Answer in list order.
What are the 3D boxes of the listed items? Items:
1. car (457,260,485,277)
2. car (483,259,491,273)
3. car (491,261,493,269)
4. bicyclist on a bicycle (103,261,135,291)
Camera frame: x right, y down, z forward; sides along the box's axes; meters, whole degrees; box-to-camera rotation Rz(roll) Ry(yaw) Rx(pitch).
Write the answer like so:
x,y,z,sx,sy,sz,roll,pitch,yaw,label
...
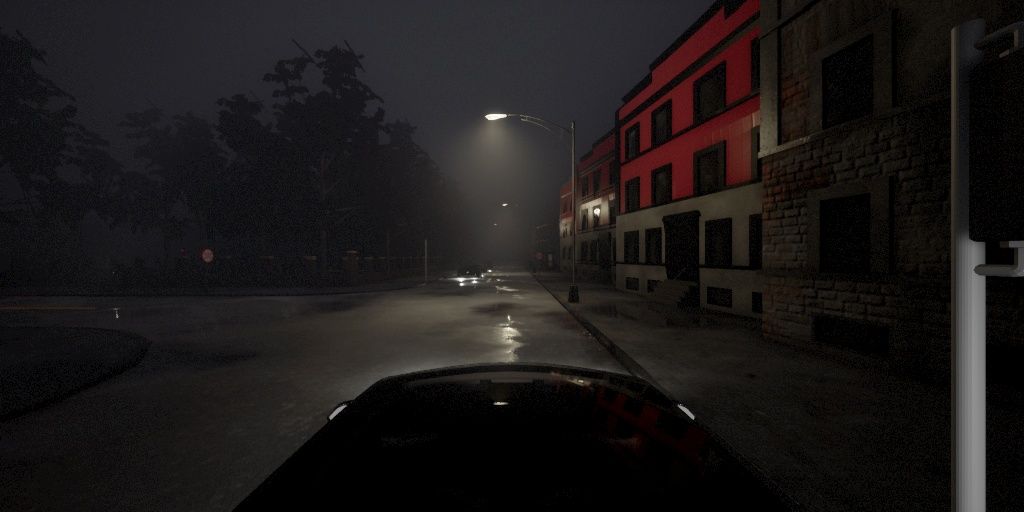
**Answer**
x,y,z,sx,sy,sz,roll,pitch,yaw,label
-4.036,1.314,34.647,1.994,1.385,4.181,0,0,0,car
-4.017,1.297,43.939,2.033,1.411,5.357,0,0,0,car
-3.971,1.228,54.351,1.882,1.535,5.008,0,0,0,car
-21.814,1.099,19.925,0.582,1.620,1.656,0,0,0,bicyclist on a bicycle
